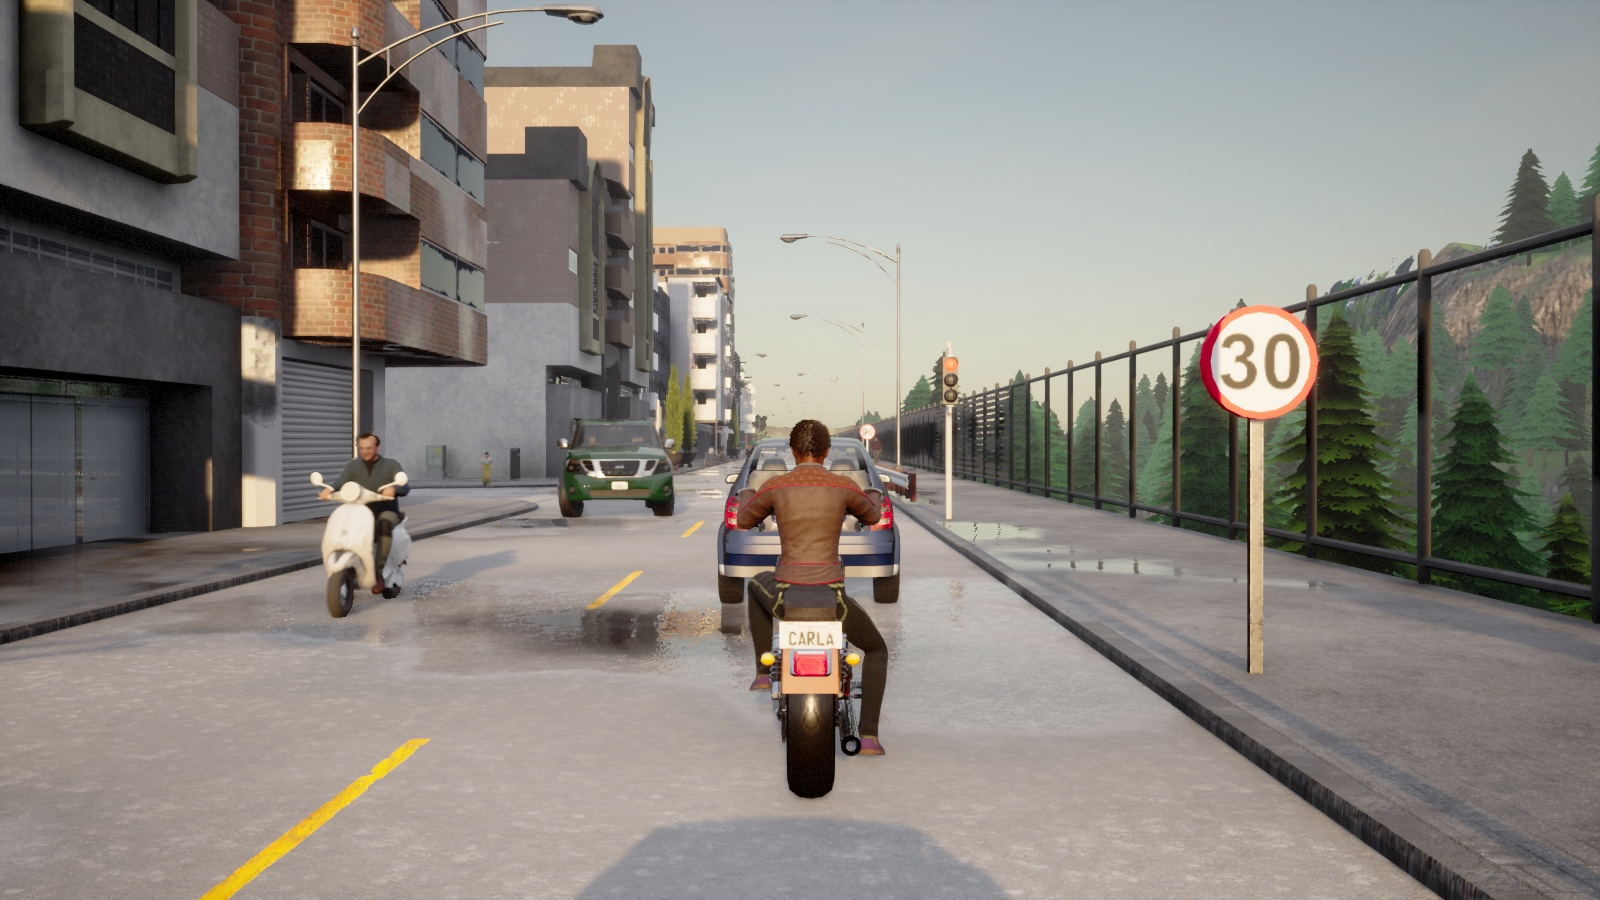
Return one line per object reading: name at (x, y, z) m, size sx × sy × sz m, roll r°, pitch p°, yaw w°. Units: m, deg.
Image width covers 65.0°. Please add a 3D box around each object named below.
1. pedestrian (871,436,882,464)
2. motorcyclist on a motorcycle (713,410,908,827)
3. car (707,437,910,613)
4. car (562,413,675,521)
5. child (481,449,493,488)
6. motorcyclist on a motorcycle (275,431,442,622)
pedestrian at (4.951, 0.002, 81.256) m, size 0.634 × 1.844 × 0.899 m, roll 0°, pitch 0°, yaw 2°
motorcyclist on a motorcycle at (0.048, 0.662, 6.134) m, size 0.766 × 1.649 × 2.350 m, roll 0°, pitch 0°, yaw 0°
car at (0.085, 0.652, 12.913) m, size 1.789 × 1.549 × 3.705 m, roll 0°, pitch 0°, yaw 0°
car at (-3.958, 0.311, 26.849) m, size 2.150 × 2.045 × 5.566 m, roll 0°, pitch 0°, yaw -10°
child at (-10.186, 0.588, 40.847) m, size 0.270 × 1.263 × 0.437 m, roll 0°, pitch 0°, yaw 1°
motorcyclist on a motorcycle at (-3.925, 0.633, 11.341) m, size 0.866 × 1.590 × 1.817 m, roll 0°, pitch 0°, yaw 0°
